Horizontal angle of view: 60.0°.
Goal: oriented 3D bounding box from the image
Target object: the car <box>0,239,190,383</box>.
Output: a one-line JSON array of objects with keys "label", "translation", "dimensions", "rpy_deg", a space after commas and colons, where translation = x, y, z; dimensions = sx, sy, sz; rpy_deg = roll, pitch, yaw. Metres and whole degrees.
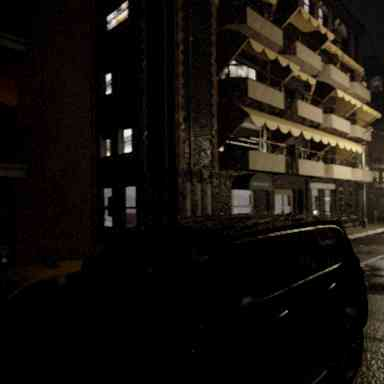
[{"label": "car", "translation": [-2.374, 1.693, 4.905], "dimensions": [1.752, 1.417, 4.829], "rpy_deg": [-2, -2, 45]}]

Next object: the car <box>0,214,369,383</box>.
[{"label": "car", "translation": [0.122, 1.330, 3.753], "dimensions": [2.150, 2.045, 5.566], "rpy_deg": [-2, -2, 45]}]
